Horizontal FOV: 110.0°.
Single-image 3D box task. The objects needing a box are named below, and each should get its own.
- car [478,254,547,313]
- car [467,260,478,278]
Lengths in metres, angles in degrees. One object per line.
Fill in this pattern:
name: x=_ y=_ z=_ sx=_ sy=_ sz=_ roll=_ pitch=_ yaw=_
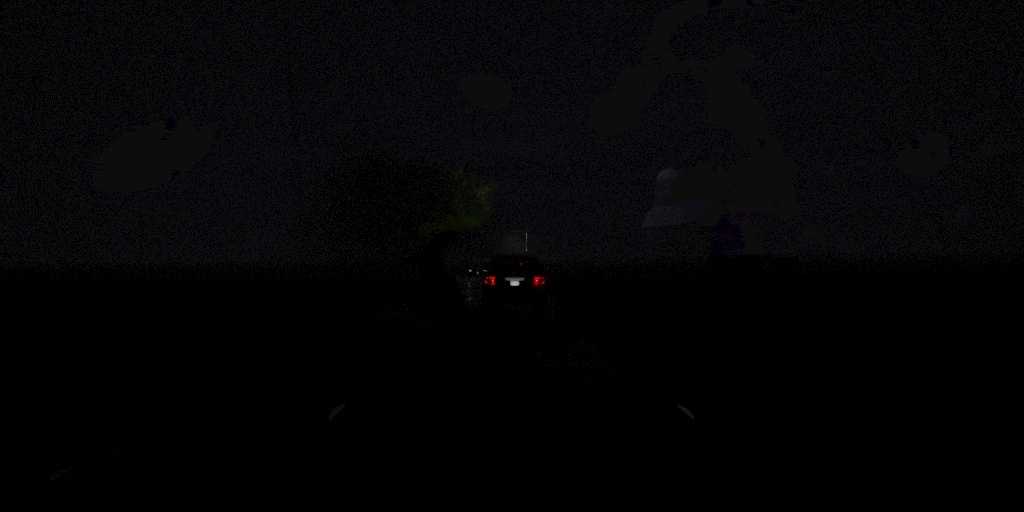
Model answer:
car: x=0.092 y=0.950 z=13.935 sx=2.150 sy=2.045 sz=5.566 roll=0 pitch=0 yaw=0
car: x=-2.855 y=1.136 z=32.276 sx=1.837 sy=1.490 sz=4.892 roll=0 pitch=0 yaw=0
